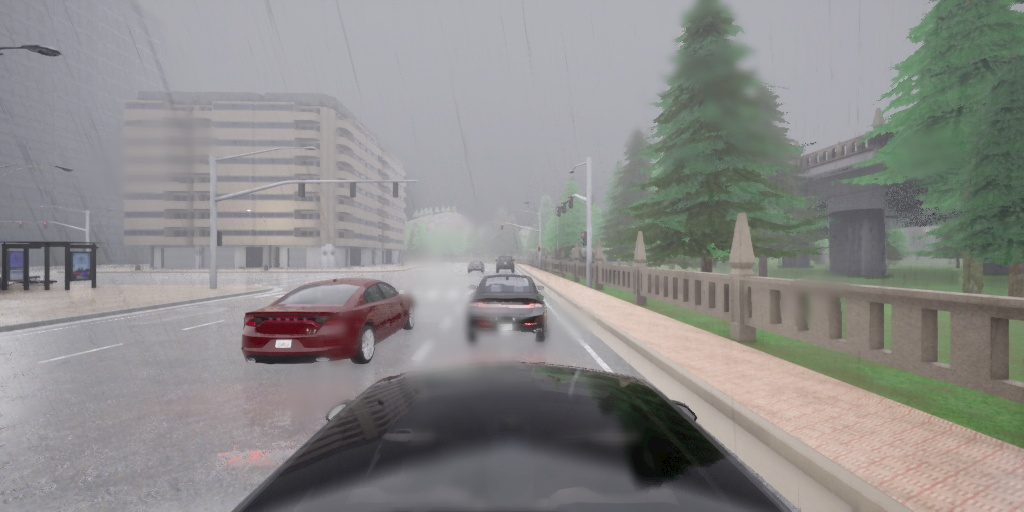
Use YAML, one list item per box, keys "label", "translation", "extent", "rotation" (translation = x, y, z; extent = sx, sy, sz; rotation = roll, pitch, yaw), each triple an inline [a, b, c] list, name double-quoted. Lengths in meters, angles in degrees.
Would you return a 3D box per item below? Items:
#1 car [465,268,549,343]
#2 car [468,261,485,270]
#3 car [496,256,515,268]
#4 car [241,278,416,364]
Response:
- label: "car"
  translation: [-0.128, 1.242, 9.667]
  extent: [2.128, 1.511, 4.902]
  rotation: [0, 0, -1]
- label: "car"
  translation: [-4.347, 1.298, 43.994]
  extent: [2.033, 1.411, 5.357]
  rotation: [0, 0, -1]
- label: "car"
  translation: [-0.836, 0.971, 44.087]
  extent: [2.150, 2.045, 5.566]
  rotation: [0, 0, -1]
- label: "car"
  translation: [-3.596, 1.228, 8.105]
  extent: [1.882, 1.535, 5.008]
  rotation: [0, 0, 0]
